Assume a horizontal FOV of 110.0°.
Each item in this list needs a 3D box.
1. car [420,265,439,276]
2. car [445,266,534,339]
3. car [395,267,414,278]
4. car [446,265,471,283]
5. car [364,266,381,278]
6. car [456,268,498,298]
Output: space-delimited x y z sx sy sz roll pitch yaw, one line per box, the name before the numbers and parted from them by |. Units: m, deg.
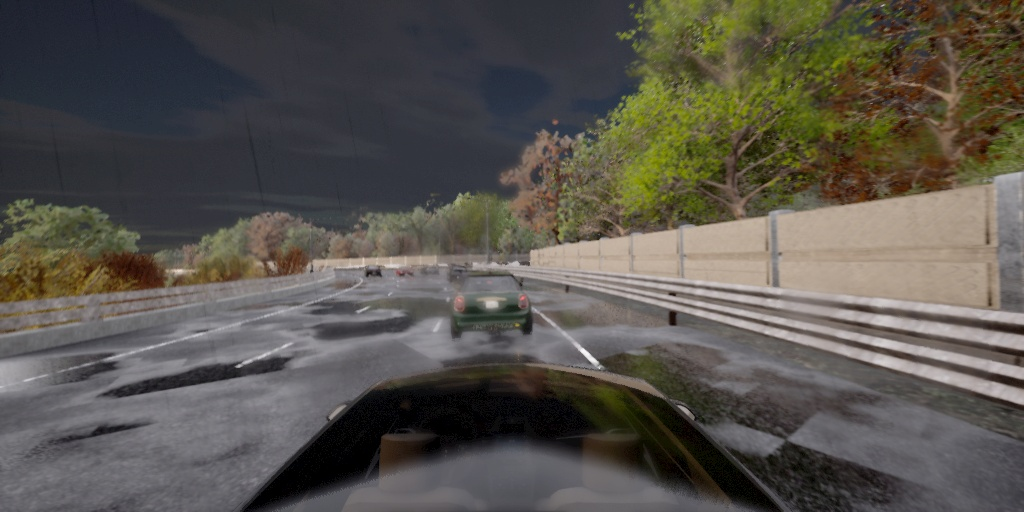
car | -11.433 1.938 49.363 2.128 1.511 4.902 -1 -1 -26
car | -0.689 1.220 10.804 2.097 1.767 4.553 -1 0 -6
car | -14.196 2.099 47.108 1.895 1.301 4.718 -1 -1 -25
car | -5.237 1.677 34.340 1.837 1.490 4.892 -1 0 -15
car | -19.258 2.121 49.400 1.882 1.535 5.008 -1 -1 -27
car | -2.310 1.547 22.083 2.033 1.411 5.357 -1 0 -11
